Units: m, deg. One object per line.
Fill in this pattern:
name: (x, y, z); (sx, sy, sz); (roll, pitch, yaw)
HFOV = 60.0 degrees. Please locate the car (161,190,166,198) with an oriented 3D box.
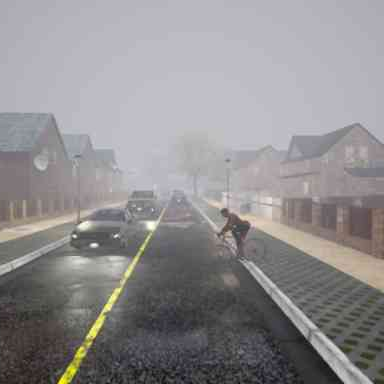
car: (-5.780, 0.395, 72.918); (1.882, 1.535, 5.008); (0, 1, -2)

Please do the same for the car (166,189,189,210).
car: (-1.351, 0.853, 34.815); (2.097, 1.767, 4.553); (0, 1, -2)

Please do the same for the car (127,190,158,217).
car: (-3.901, 0.851, 26.732); (2.150, 2.045, 5.566); (0, 1, -2)

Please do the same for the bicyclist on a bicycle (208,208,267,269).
bicyclist on a bicycle: (1.165, 1.232, 9.109); (1.656, 1.620, 0.582); (-10, 1, -2)

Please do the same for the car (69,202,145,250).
car: (-3.368, 1.359, 13.767); (2.033, 1.411, 5.357); (0, 1, -2)

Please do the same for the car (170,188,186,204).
car: (-1.887, 0.537, 46.775); (2.150, 2.045, 5.566); (0, 0, -1)
